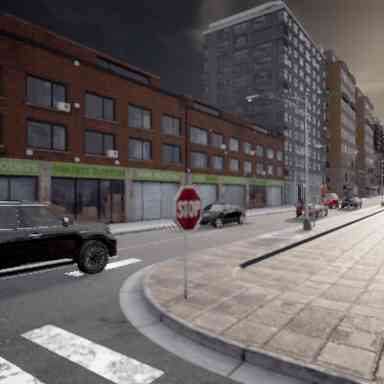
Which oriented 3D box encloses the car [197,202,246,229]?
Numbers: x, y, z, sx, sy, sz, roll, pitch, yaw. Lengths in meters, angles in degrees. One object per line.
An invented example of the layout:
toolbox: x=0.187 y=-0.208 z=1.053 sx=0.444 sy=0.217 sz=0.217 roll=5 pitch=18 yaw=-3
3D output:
car: x=1.791 y=1.443 z=21.787 sx=1.882 sy=1.535 sz=5.008 roll=0 pitch=0 yaw=36

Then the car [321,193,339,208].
car: x=17.779 y=1.154 z=44.005 sx=2.150 sy=2.045 sz=5.566 roll=0 pitch=0 yaw=36

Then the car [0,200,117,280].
car: x=-4.432 y=1.183 z=8.018 sx=2.150 sy=2.045 sz=5.566 roll=0 pitch=0 yaw=36

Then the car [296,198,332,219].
car: x=10.393 y=1.473 z=28.758 sx=1.812 sy=1.442 sz=4.674 roll=0 pitch=0 yaw=35

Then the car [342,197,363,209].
car: x=21.005 y=1.417 z=43.564 sx=1.837 sy=1.490 sz=4.892 roll=0 pitch=0 yaw=36
